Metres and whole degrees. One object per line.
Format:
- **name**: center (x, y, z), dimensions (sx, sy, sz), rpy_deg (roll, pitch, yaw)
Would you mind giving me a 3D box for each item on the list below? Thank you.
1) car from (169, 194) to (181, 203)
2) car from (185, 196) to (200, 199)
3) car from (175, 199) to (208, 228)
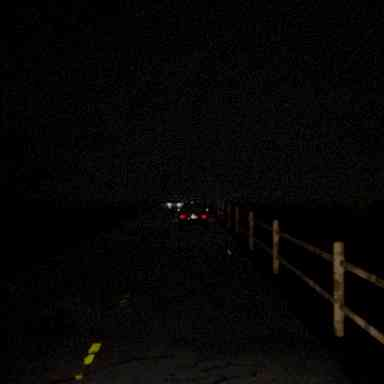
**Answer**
- **car**: center (-2.845, 1.096, 56.305), dimensions (1.882, 1.535, 5.008), rpy_deg (0, 0, 0)
- **car**: center (0.026, 1.245, 42.298), dimensions (1.994, 1.385, 4.181), rpy_deg (0, 0, 0)
- **car**: center (0.062, 1.413, 20.923), dimensions (2.033, 1.411, 5.357), rpy_deg (0, 1, 0)
